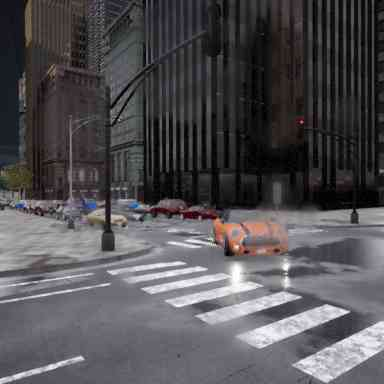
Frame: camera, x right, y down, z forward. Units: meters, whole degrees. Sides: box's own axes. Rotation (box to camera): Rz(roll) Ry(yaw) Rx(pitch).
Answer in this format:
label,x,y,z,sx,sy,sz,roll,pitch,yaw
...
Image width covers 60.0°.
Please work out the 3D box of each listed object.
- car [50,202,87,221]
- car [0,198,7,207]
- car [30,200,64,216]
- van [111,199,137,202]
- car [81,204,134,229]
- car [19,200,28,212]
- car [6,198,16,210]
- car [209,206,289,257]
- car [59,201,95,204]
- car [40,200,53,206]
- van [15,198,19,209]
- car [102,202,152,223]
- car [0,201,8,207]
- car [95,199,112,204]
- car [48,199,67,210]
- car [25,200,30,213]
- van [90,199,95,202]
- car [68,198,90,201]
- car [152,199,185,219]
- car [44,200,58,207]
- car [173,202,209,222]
label,x,y,z,sx,sy,sz,roll,pitch,yaw
car,-12.040,2.003,32.477,2.008,1.369,4.403,-1,0,-35
car,-41.279,2.666,73.667,1.887,1.381,4.507,-1,0,-35
car,-17.702,1.900,40.446,2.192,1.841,5.009,-1,0,-35
van,-8.249,1.831,41.892,1.690,1.788,3.998,-1,0,-35
car,-6.286,1.843,24.371,1.752,1.417,4.829,-1,0,-35
car,-23.355,2.156,48.413,1.967,1.590,4.097,-1,0,-35
car,-31.943,2.353,60.511,1.967,1.590,4.097,-1,0,-35
car,2.125,1.394,13.109,2.097,1.767,4.553,-1,-1,-4
car,-13.856,2.081,39.650,2.033,1.411,5.357,0,-1,-36
car,-34.732,2.659,79.173,1.947,1.339,4.313,-1,0,-35
van,-26.185,2.122,52.398,1.690,1.788,3.998,-1,0,-35
car,-5.700,1.836,28.164,2.128,1.511,4.902,0,-1,-35
car,-44.391,2.770,78.051,1.802,1.307,4.206,-1,0,-35
car,-11.189,1.874,46.043,2.192,1.841,5.009,-1,0,-35
car,-24.062,2.169,59.563,2.097,1.767,4.553,0,-1,-35
car,-20.525,2.195,44.430,1.887,1.381,4.507,-1,0,-35
van,-17.068,2.036,54.346,1.690,1.788,3.998,-1,0,-35
car,-17.904,1.897,50.879,2.150,2.045,5.566,0,-1,-35
car,-2.369,1.667,33.589,2.192,1.841,5.009,-1,0,-35
car,-31.720,2.594,74.930,1.947,1.339,4.313,-1,0,-35
car,0.576,1.828,29.437,1.887,1.381,4.507,-1,0,-35
